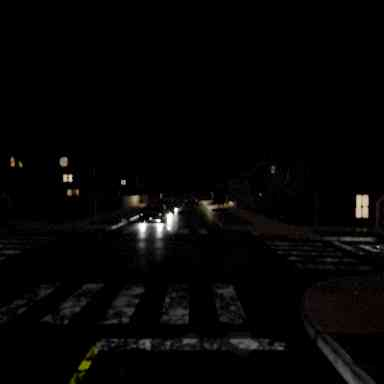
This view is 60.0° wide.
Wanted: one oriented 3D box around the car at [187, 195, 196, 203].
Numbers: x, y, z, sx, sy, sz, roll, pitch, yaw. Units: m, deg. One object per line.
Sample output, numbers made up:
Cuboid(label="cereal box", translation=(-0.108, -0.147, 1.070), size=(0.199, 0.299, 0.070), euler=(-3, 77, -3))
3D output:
Cuboid(label="car", translation=(-0.111, 1.338, 66.479), size=(1.882, 1.535, 5.008), euler=(0, 0, 0))

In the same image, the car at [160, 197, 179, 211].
Cuboid(label="car", translation=(-2.906, 1.424, 36.542), size=(2.128, 1.511, 4.902), euler=(0, 0, 0))

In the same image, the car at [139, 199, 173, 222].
Cuboid(label="car", translation=(-2.904, 1.501, 26.135), size=(2.033, 1.411, 5.357), euler=(0, 0, 0))

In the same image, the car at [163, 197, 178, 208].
Cuboid(label="car", translation=(-2.915, 1.435, 46.635), size=(1.812, 1.442, 4.674), euler=(0, 0, 0))

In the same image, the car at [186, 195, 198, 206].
Cuboid(label="car", translation=(0.010, 1.457, 53.316), size=(1.994, 1.385, 4.181), euler=(0, 0, 0))

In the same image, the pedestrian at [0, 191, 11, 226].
Cuboid(label="pedestrian", translation=(-9.712, 0.837, 17.273), size=(0.375, 1.860, 0.375), euler=(0, 0, 1))
